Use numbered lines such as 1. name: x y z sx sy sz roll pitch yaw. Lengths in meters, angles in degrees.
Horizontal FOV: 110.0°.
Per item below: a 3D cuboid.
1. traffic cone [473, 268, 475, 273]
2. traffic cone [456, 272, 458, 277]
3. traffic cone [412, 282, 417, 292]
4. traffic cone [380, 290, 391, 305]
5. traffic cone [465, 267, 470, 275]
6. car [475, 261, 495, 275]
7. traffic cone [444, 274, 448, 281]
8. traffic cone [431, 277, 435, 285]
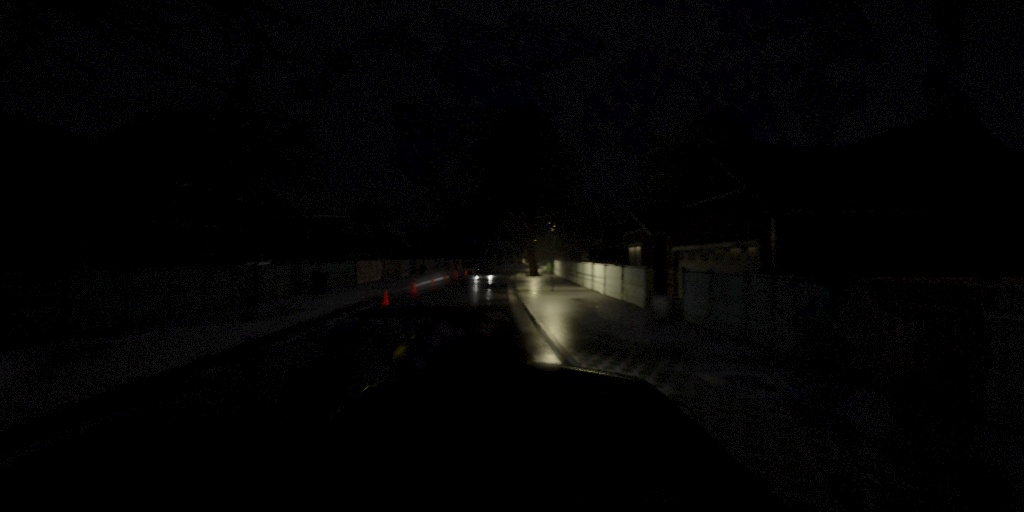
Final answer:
1. traffic cone: -4.846 1.839 45.327 0.340 0.580 0.340 0 0 4
2. traffic cone: -5.412 1.791 35.240 0.340 0.580 0.340 0 0 2
3. traffic cone: -5.482 1.738 20.088 0.340 0.580 0.340 0 0 -1
4. traffic cone: -5.297 1.724 15.040 0.340 0.580 0.340 0 0 -3
5. traffic cone: -5.181 1.814 40.286 0.340 0.580 0.340 0 0 3
6. car: -3.077 1.371 41.628 1.837 1.490 4.892 0 0 4
7. traffic cone: -5.538 1.771 30.190 0.340 0.580 0.340 0 0 1
8. traffic cone: -5.562 1.753 25.139 0.340 0.580 0.340 0 0 0
